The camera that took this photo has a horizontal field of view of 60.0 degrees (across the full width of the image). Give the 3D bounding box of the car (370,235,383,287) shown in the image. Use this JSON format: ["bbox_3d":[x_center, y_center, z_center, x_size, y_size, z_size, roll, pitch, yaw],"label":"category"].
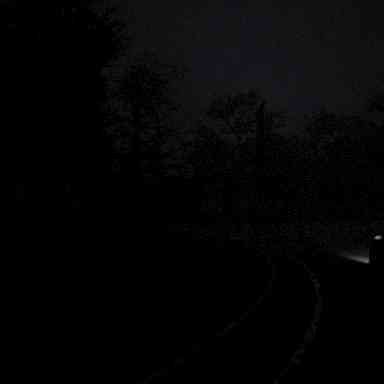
[{"bbox_3d":[5.869,1.660,8.624,1.994,1.385,4.181,0,-1,23],"label":"car"}]
